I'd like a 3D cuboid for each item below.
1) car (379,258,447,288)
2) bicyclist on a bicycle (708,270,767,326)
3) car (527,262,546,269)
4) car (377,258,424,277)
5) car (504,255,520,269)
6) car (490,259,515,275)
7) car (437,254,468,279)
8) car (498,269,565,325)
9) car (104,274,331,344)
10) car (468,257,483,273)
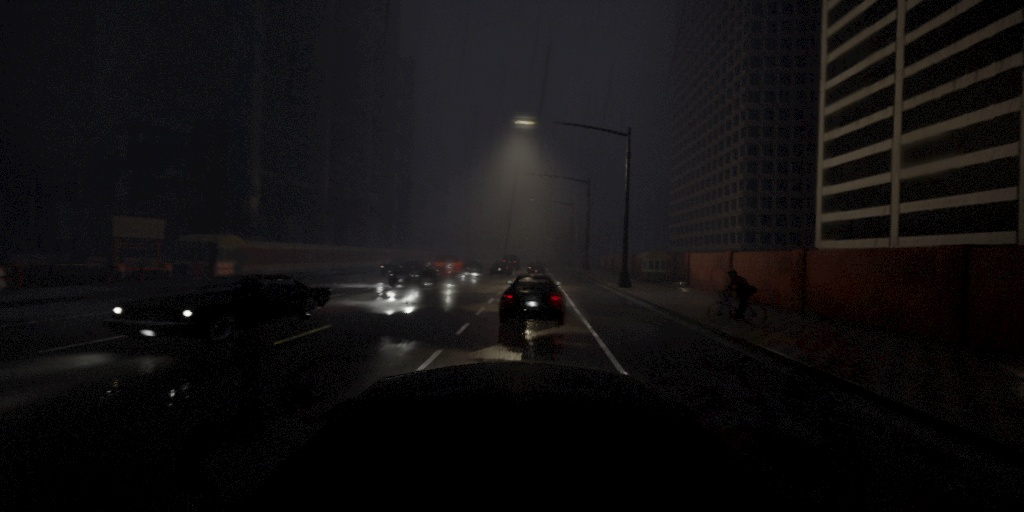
[{"bbox_3d":[-5.793,1.058,21.746,2.128,1.511,4.902,2,0,4],"label":"car"},{"bbox_3d":[6.552,1.234,10.419,1.656,1.620,0.582,1,0,4],"label":"bicyclist on a bicycle"},{"bbox_3d":[2.615,1.323,38.447,1.812,1.442,4.674,2,0,4],"label":"car"},{"bbox_3d":[-8.716,0.876,28.528,1.895,1.301,4.718,2,0,4],"label":"car"},{"bbox_3d":[-0.092,0.928,50.293,2.150,2.045,5.566,2,0,5],"label":"car"},{"bbox_3d":[-1.066,1.256,36.598,1.994,1.385,4.181,2,0,4],"label":"car"},{"bbox_3d":[-5.215,0.738,28.337,2.097,1.767,4.553,2,0,4],"label":"car"},{"bbox_3d":[0.720,1.327,12.116,1.994,1.385,4.181,2,0,4],"label":"car"},{"bbox_3d":[-6.717,1.150,8.977,1.895,1.301,4.718,2,0,4],"label":"car"},{"bbox_3d":[-4.405,1.157,39.871,1.994,1.385,4.181,2,0,4],"label":"car"}]
